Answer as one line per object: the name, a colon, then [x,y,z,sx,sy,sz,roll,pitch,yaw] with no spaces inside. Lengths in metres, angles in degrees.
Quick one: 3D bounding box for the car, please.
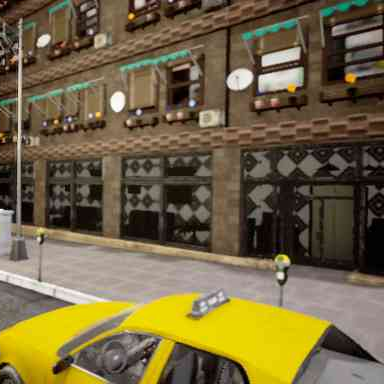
car: [-0.069,1.525,2.904,4.829,1.417,1.752,0,1,35]
